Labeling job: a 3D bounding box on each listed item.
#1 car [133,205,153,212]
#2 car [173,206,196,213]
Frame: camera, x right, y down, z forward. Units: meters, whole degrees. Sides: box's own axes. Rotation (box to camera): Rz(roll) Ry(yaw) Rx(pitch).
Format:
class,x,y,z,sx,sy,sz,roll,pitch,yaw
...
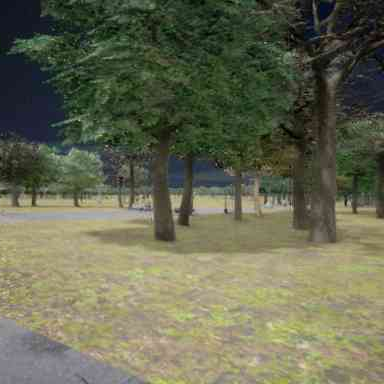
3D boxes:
class,x,y,z,sx,sy,sz,roll,pitch,yaw
car,-9.190,3.130,64.282,1.895,1.301,4.718,1,-1,36
car,-1.398,3.293,63.179,2.033,1.411,5.357,1,-1,35
